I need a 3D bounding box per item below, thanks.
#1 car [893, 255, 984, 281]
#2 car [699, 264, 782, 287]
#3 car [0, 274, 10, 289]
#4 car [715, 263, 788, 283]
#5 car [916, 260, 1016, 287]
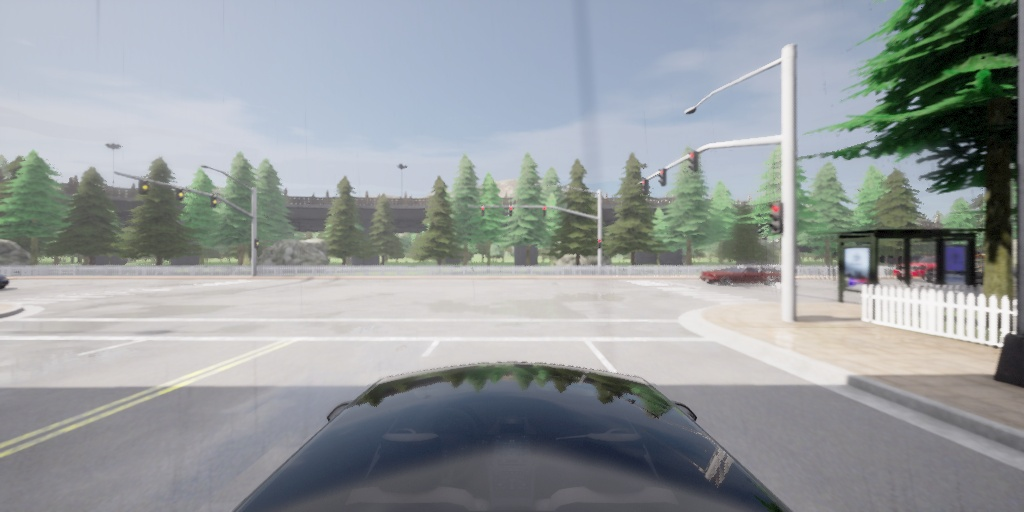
[{"bbox_3d":[32.186,0.916,26.835,5.566,2.045,2.150,0,0,3],"label":"car"},{"bbox_3d":[15.011,1.293,23.551,4.718,1.301,1.895,0,0,-1],"label":"car"},{"bbox_3d":[-31.244,1.220,19.995,4.674,1.442,1.812,0,0,0],"label":"car"},{"bbox_3d":[17.978,1.256,27.063,4.181,1.385,1.994,0,0,0],"label":"car"},{"bbox_3d":[30.079,1.197,23.380,4.892,1.490,1.837,0,0,2],"label":"car"}]
